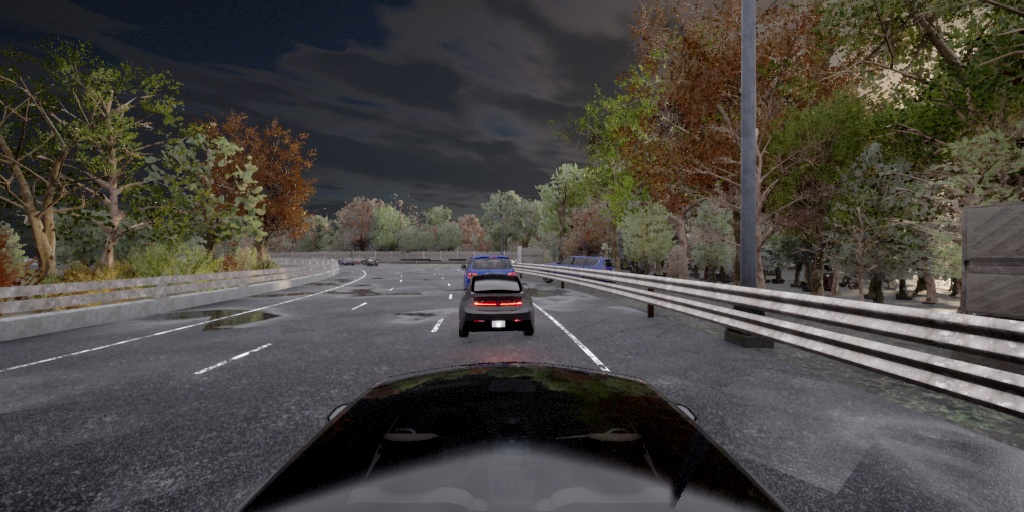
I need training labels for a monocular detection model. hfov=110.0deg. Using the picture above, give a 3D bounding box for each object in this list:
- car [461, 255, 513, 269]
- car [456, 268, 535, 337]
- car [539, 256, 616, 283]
[{"bbox_3d":[-1.170,0.971,17.008,2.150,2.045,5.566,0,0,-9],"label":"car"},{"bbox_3d":[-0.521,1.255,10.334,1.837,1.490,4.892,0,0,-5],"label":"car"},{"bbox_3d":[4.609,0.999,25.517,5.566,2.045,2.150,5,1,37],"label":"car"}]
